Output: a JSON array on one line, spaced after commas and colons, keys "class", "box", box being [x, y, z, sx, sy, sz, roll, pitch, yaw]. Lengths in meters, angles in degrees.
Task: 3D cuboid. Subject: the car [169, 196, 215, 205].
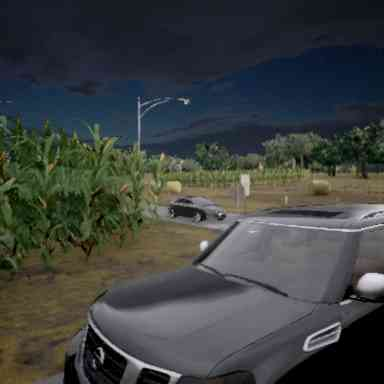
[{"class": "car", "box": [0.240, 1.041, 21.470, 1.837, 1.490, 4.892, -1, 2, -35]}]

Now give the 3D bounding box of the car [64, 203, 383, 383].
[{"class": "car", "box": [1.479, 1.207, 3.999, 5.566, 2.045, 2.150, -1, 0, -35]}]
